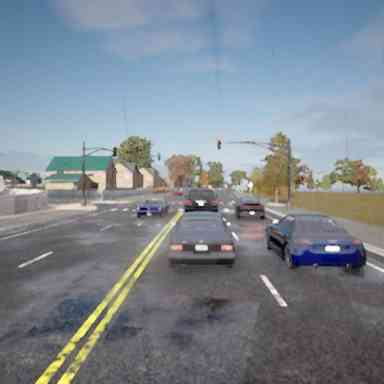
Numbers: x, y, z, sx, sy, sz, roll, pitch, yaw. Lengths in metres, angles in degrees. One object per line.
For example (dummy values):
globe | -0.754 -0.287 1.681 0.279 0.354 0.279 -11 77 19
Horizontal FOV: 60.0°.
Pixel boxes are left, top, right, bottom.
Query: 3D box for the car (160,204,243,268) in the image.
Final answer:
car | 0.283 1.327 10.430 2.033 1.411 5.357 0 1 1

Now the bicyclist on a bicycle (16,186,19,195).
bicyclist on a bicycle | -23.542 0.080 44.808 0.582 1.620 1.656 1 1 16

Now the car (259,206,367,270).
car | 3.538 1.345 10.273 1.994 1.385 4.181 0 1 1

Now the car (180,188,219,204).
car | 0.631 0.759 22.385 2.150 2.045 5.566 0 1 2

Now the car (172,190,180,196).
car | -3.059 0.228 70.140 1.895 1.301 4.718 0 1 5

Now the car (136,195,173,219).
car | -2.706 1.110 23.836 1.895 1.301 4.718 0 1 3

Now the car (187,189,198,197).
car | 0.177 0.112 69.841 1.882 1.535 5.008 0 1 5

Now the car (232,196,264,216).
car | 3.906 1.024 23.219 1.837 1.490 4.892 0 1 3
